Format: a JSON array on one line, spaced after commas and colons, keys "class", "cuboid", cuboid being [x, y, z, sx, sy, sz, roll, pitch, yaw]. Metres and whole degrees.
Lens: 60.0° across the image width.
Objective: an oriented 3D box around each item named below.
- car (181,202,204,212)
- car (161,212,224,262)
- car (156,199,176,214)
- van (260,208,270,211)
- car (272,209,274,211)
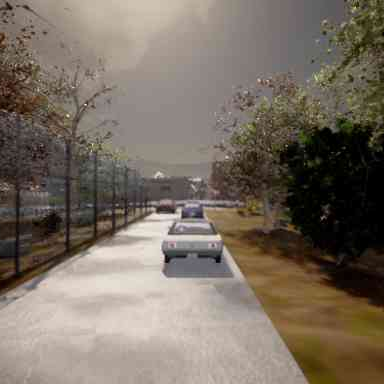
[{"class": "car", "cuboid": [0.045, 1.562, 28.415, 1.812, 1.442, 4.674, 0, 0, 1]}, {"class": "car", "cuboid": [0.034, 1.616, 12.107, 1.895, 1.301, 4.718, 0, 0, 1]}, {"class": "car", "cuboid": [-2.810, 1.524, 36.331, 1.882, 1.535, 5.008, 0, 0, 0]}, {"class": "van", "cuboid": [14.543, 4.335, 71.210, 1.878, 1.987, 4.442, 0, 0, -18]}, {"class": "car", "cuboid": [17.555, 4.309, 70.985, 2.435, 2.045, 5.566, 0, 0, -18]}]
